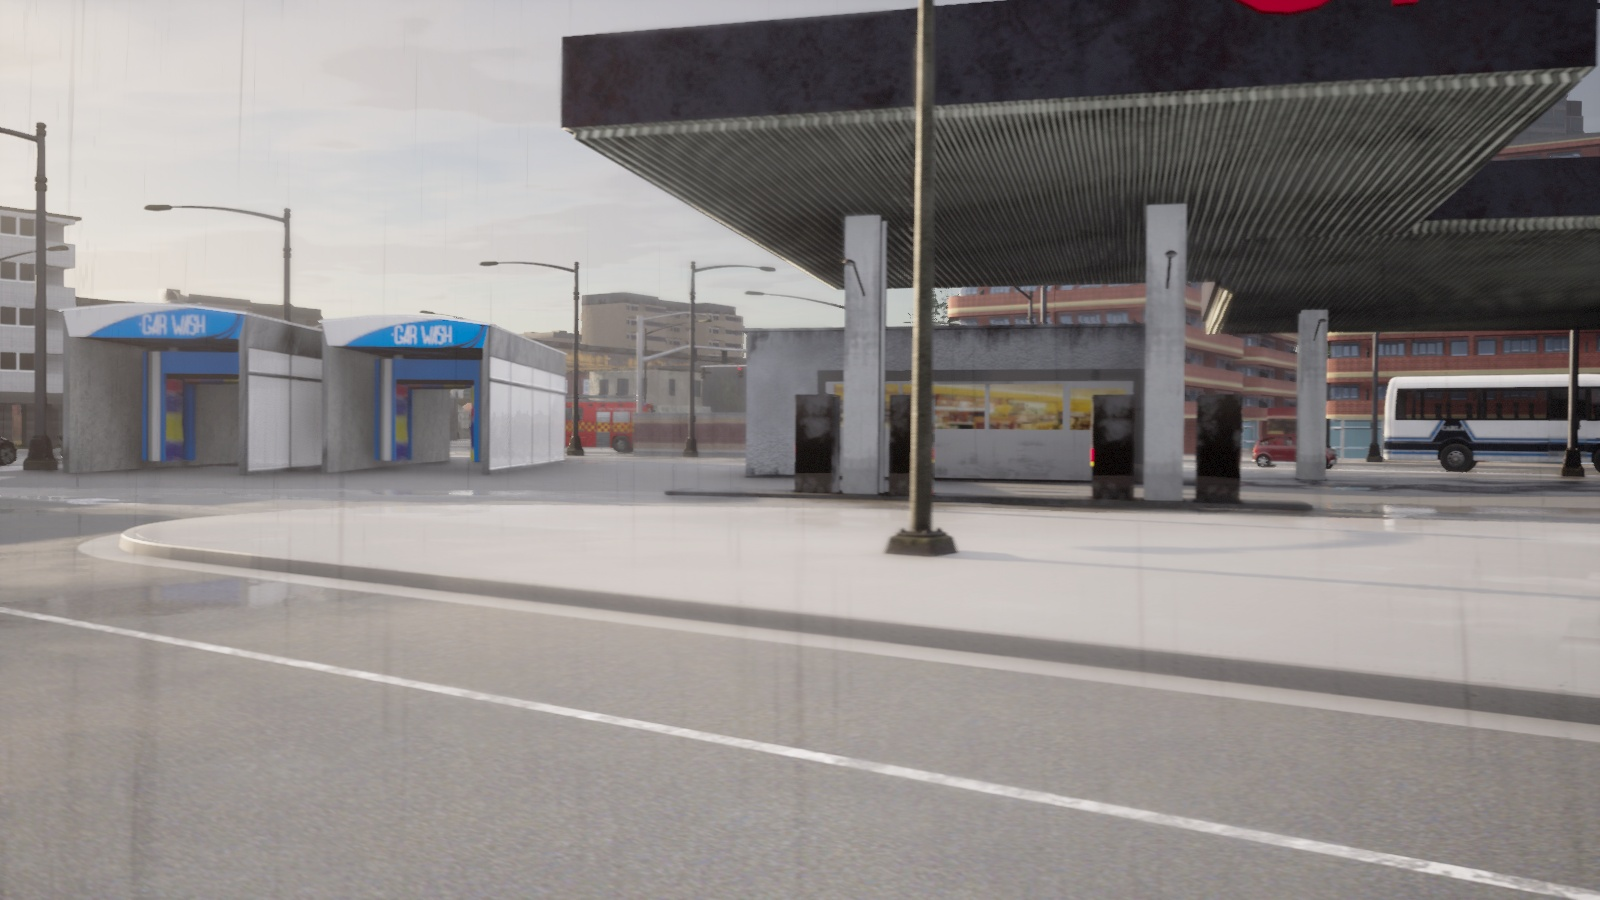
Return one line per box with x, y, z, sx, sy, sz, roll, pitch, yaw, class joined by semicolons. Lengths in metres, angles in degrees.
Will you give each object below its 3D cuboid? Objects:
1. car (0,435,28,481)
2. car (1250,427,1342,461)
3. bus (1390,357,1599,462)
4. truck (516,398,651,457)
-30.135;0.324;44.756;2.033;1.649;4.856;-1;1;3;car
23.269;-0.303;58.926;3.705;1.549;1.789;0;1;33;car
31.214;-1.660;53.807;10.273;4.253;3.944;0;1;33;bus
-14.491;-1.480;84.401;8.468;3.827;2.891;-1;1;2;truck
